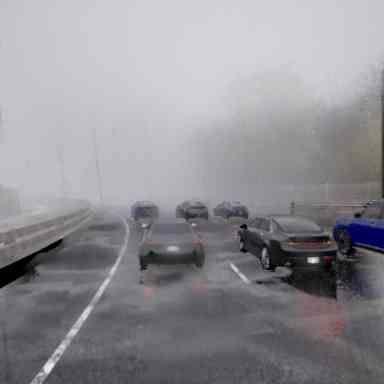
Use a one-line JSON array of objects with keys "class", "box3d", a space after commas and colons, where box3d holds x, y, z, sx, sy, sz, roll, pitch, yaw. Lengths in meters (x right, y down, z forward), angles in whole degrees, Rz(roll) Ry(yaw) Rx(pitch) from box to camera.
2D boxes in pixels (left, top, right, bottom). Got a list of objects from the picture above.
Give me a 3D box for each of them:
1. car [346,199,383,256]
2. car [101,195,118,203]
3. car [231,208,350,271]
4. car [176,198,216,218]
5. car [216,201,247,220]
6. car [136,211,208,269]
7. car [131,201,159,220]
[{"class": "car", "box3d": [6.469, 1.185, 9.986, 2.150, 2.045, 5.566, 0, 0, -5]}, {"class": "car", "box3d": [-17.179, 1.348, 69.128, 2.097, 1.767, 4.553, 0, 0, -38]}, {"class": "car", "box3d": [2.823, 1.483, 10.866, 1.837, 1.490, 4.892, 0, 0, -6]}, {"class": "car", "box3d": [-0.064, 1.468, 26.613, 2.128, 1.511, 4.902, 0, 0, -14]}, {"class": "car", "box3d": [3.211, 1.484, 27.950, 1.812, 1.442, 4.674, 0, 0, -14]}, {"class": "car", "box3d": [-0.757, 1.557, 11.298, 1.994, 1.385, 4.181, 0, 0, -7]}, {"class": "car", "box3d": [-4.005, 1.470, 27.826, 1.882, 1.535, 5.008, 0, 0, -15]}]
